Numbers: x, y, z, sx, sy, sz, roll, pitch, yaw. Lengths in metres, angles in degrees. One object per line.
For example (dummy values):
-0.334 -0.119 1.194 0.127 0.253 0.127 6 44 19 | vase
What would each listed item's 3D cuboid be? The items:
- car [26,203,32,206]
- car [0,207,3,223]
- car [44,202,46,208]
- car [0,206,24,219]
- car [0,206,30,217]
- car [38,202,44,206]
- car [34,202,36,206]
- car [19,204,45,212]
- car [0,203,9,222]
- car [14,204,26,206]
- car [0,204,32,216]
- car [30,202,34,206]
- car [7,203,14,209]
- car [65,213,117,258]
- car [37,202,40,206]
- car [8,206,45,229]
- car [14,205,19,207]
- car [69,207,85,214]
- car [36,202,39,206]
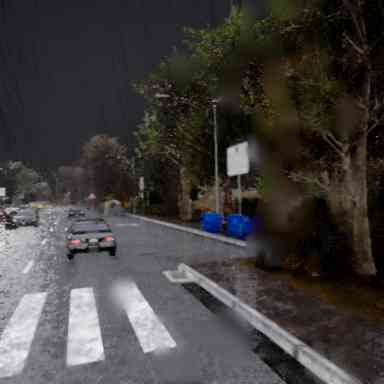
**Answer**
-26.471 2.836 47.624 5.366 1.575 1.946 -2 -1 -40 | car
-20.466 2.471 30.569 4.674 1.452 2.002 -2 -1 -40 | car
-36.751 3.590 75.808 5.366 1.575 1.946 -2 -1 -40 | car
-25.564 2.802 44.699 4.792 1.488 2.163 -2 -1 -40 | car
-28.653 3.028 53.142 4.674 1.452 2.002 -2 -1 -40 | car
-35.864 3.521 72.870 4.892 1.521 2.231 -2 -1 -40 | car
-30.740 3.012 58.768 4.553 1.767 2.185 -2 -1 -40 | car
-37.789 3.667 78.624 5.366 1.575 1.946 -2 -1 -40 | car
-21.468 2.371 33.410 4.553 1.767 2.185 -2 0 -40 | car
-24.554 2.451 41.881 5.566 2.045 2.435 -2 -1 -40 | car
-29.714 2.937 55.948 4.553 1.767 2.185 -2 -1 -40 | car
-27.639 2.665 50.351 5.566 2.045 2.435 -2 -1 -40 | car
-22.492 2.438 36.230 4.553 1.767 2.185 -2 0 -40 | car
-4.379 1.843 14.249 2.033 1.411 5.357 -1 -1 -20 | car
-32.764 3.328 64.422 4.674 1.452 2.002 -2 -1 -40 | car
-14.087 2.252 28.520 1.837 1.490 4.892 -1 -1 -20 | car
-23.521 2.663 39.058 4.792 1.488 2.163 -2 -1 -40 | car
-14.726 2.563 42.407 1.895 1.301 4.718 -1 -1 -20 | car
-31.712 3.240 61.623 4.792 1.488 2.163 -2 -1 -40 | car
